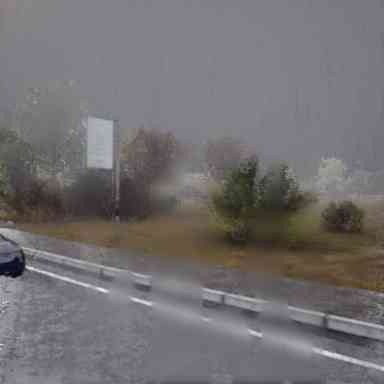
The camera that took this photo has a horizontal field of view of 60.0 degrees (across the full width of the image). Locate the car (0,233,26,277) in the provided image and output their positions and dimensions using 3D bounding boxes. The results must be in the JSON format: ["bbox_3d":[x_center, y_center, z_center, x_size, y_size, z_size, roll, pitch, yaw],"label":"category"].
[{"bbox_3d":[-6.369,1.581,9.215,4.181,1.385,1.994,0,0,40],"label":"car"}]
